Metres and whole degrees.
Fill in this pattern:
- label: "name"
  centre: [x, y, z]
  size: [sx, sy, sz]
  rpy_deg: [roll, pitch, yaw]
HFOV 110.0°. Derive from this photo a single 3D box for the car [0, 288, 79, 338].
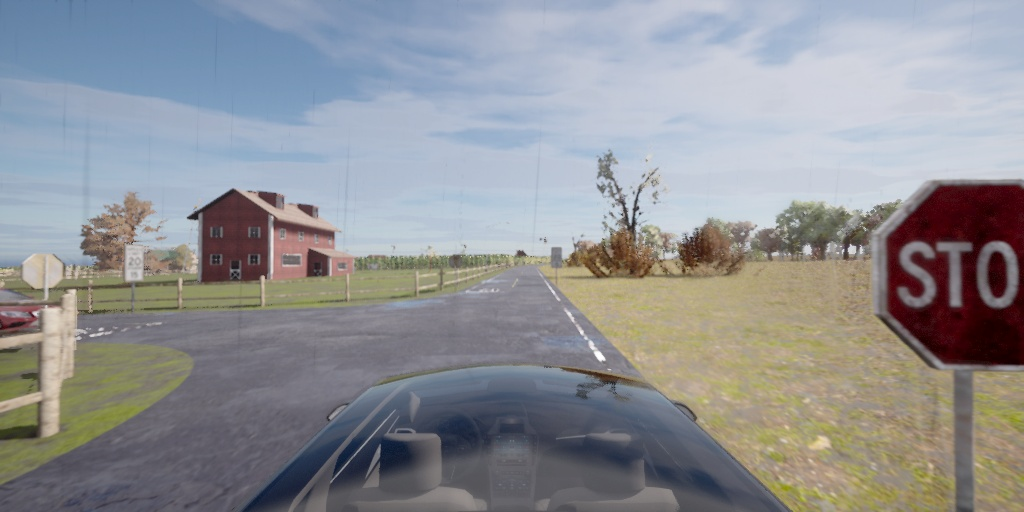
- label: "car"
  centre: [-16.218, 1.678, 10.802]
  size: [4.674, 1.442, 1.812]
  rpy_deg: [-1, -1, -3]
